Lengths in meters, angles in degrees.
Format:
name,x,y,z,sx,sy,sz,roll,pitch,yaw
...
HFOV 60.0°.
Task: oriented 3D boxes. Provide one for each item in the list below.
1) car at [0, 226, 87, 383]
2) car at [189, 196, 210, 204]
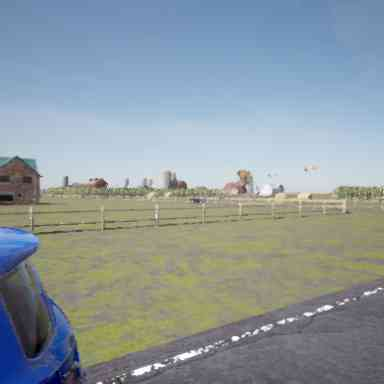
name,x,y,z,sx,sy,sz,roll,pitch,yaw
car,-3.115,1.214,0.850,5.566,2.045,2.150,0,0,-35
car,1.487,1.534,64.222,2.128,1.511,4.902,2,-1,-40
